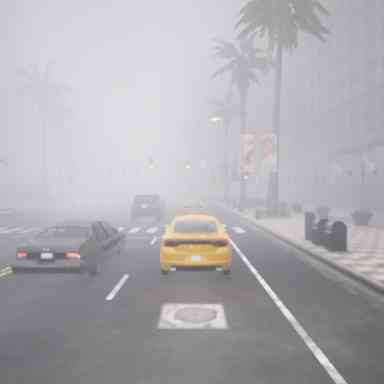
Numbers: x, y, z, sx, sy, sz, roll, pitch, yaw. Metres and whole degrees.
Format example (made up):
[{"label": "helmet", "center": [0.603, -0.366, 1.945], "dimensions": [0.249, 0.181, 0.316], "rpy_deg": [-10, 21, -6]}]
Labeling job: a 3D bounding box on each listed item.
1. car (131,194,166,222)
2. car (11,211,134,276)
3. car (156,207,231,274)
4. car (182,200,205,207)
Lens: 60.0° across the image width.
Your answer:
[{"label": "car", "center": [-3.377, 1.193, 26.335], "dimensions": [2.150, 2.045, 5.566], "rpy_deg": [0, 0, 0]}, {"label": "car", "center": [-3.389, 1.537, 10.275], "dimensions": [2.033, 1.411, 5.357], "rpy_deg": [0, 0, 0]}, {"label": "car", "center": [0.103, 1.467, 10.592], "dimensions": [1.882, 1.535, 5.008], "rpy_deg": [0, 0, 0]}, {"label": "car", "center": [0.128, 1.446, 30.066], "dimensions": [1.882, 1.535, 5.008], "rpy_deg": [0, 0, 0]}]
